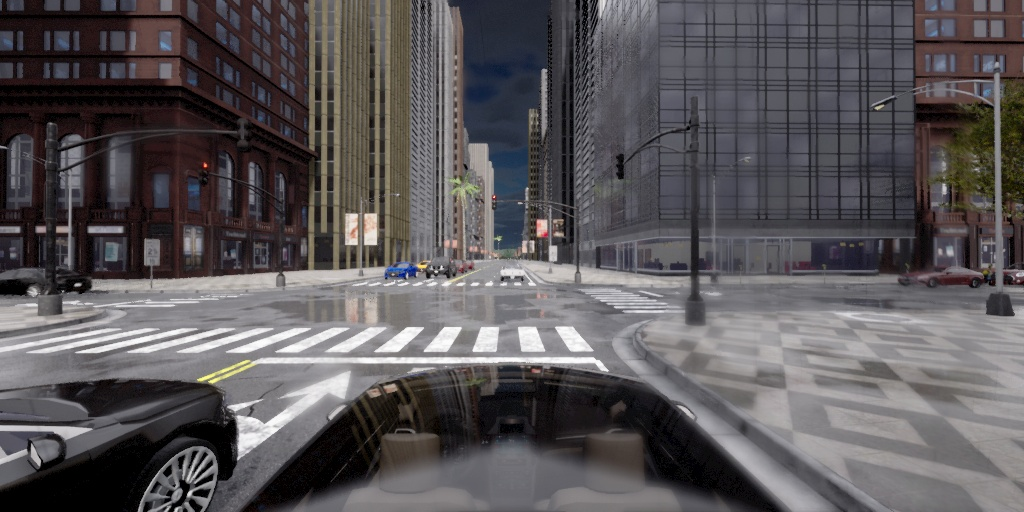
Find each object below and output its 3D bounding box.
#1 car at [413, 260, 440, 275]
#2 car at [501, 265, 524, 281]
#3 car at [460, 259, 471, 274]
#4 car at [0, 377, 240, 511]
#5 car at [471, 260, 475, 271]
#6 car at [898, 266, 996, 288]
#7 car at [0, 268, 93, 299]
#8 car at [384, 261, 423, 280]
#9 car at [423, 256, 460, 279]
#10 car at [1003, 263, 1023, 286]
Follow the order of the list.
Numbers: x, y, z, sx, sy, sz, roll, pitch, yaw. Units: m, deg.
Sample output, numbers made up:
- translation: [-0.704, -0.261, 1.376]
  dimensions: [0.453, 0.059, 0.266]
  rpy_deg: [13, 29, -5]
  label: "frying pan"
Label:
- translation: [-9.927, 1.317, 41.942]
  dimensions: [1.882, 1.535, 5.008]
  rpy_deg: [0, 0, 0]
  label: "car"
- translation: [0.032, 1.408, 31.072]
  dimensions: [1.895, 1.301, 4.718]
  rpy_deg: [0, 0, 0]
  label: "car"
- translation: [-6.676, 1.198, 43.584]
  dimensions: [2.097, 1.767, 4.553]
  rpy_deg: [0, 0, 0]
  label: "car"
- translation: [-3.138, 1.241, 0.968]
  dimensions: [2.128, 1.511, 4.902]
  rpy_deg: [0, 0, -1]
  label: "car"
- translation: [-6.698, 1.362, 53.530]
  dimensions: [1.882, 1.535, 5.008]
  rpy_deg: [0, 0, 0]
  label: "car"
- translation: [26.418, 1.276, 22.078]
  dimensions: [4.207, 1.307, 1.802]
  rpy_deg: [0, 0, -1]
  label: "car"
- translation: [-24.754, 1.346, 18.437]
  dimensions: [5.008, 1.535, 1.882]
  rpy_deg: [0, 0, 1]
  label: "car"
- translation: [-9.916, 1.288, 32.436]
  dimensions: [1.882, 1.535, 5.008]
  rpy_deg: [0, 0, 0]
  label: "car"
- translation: [-6.674, 1.038, 34.333]
  dimensions: [2.150, 2.045, 5.566]
  rpy_deg: [0, 0, 0]
  label: "car"
- translation: [32.056, 1.118, 22.178]
  dimensions: [4.097, 1.591, 1.967]
  rpy_deg: [0, 0, -1]
  label: "car"
